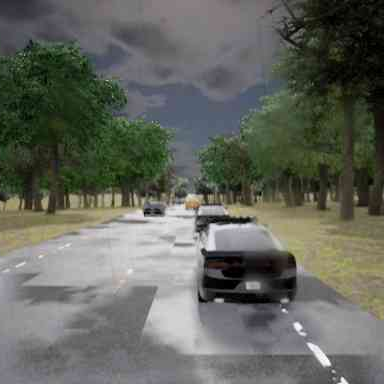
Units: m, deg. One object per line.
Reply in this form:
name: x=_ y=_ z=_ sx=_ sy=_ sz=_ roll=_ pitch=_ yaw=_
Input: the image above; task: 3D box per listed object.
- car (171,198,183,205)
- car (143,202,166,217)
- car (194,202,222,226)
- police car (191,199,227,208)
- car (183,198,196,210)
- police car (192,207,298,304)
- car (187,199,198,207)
car: x=-3.416 y=2.161 z=73.470 sx=1.837 sy=1.490 sz=4.892 roll=0 pitch=-1 yaw=0
car: x=-3.563 y=1.637 z=32.061 sx=1.895 sy=1.301 sz=4.718 roll=0 pitch=0 yaw=0
car: x=1.078 y=1.540 z=24.215 sx=1.812 sy=1.442 sz=4.674 roll=0 pitch=0 yaw=0
police car: x=1.071 y=1.423 z=18.325 sx=1.930 sy=1.638 sz=5.238 roll=0 pitch=0 yaw=0
car: x=0.097 y=1.610 z=46.252 sx=1.882 sy=1.535 sz=5.008 roll=0 pitch=-1 yaw=1
police car: x=1.059 y=1.412 z=8.323 sx=1.930 sy=1.638 sz=5.238 roll=0 pitch=0 yaw=0
car: x=0.070 y=1.978 z=60.744 sx=1.895 sy=1.301 sz=4.718 roll=0 pitch=-1 yaw=0
